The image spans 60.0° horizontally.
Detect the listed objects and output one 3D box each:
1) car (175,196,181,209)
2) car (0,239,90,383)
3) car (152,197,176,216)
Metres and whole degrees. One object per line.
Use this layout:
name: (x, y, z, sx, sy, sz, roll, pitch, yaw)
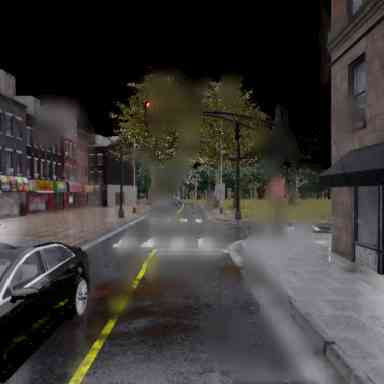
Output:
car: (-2.927, 1.554, 47.493, 1.882, 1.535, 5.008, 0, 0, 0)
car: (-2.859, 1.492, 4.553, 2.128, 1.511, 4.902, 0, 0, 0)
car: (-2.914, 1.515, 33.800, 1.882, 1.535, 5.008, 0, 0, -1)
